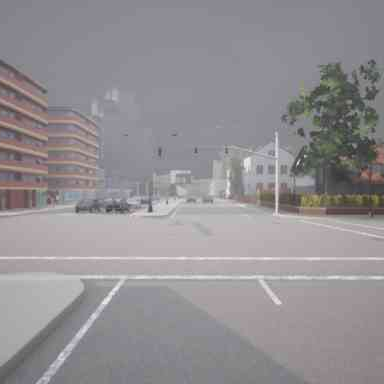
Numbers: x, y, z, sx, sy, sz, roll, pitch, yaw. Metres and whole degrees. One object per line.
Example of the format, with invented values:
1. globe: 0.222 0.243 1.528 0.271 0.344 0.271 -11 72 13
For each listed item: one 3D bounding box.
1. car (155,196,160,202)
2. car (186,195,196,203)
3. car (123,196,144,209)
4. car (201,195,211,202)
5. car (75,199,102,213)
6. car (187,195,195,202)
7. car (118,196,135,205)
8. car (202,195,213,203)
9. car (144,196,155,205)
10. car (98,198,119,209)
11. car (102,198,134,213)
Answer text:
1. car: -8.124 1.459 72.875 1.994 1.385 4.181 0 0 0
2. car: -0.116 1.554 68.658 1.812 1.442 4.674 0 0 0
3. car: -8.168 1.545 45.758 1.812 1.442 4.674 0 0 0
4. car: 3.366 1.526 78.664 2.128 1.511 4.902 0 0 0
5. car: -11.656 1.520 37.543 1.837 1.490 4.892 0 0 0
6. car: -0.134 1.525 78.658 1.812 1.442 4.674 0 0 0
7. car: -11.664 1.515 59.720 2.128 1.511 4.902 0 0 0
8. car: 3.384 1.576 68.248 2.033 1.411 5.357 0 0 0
9. car: -8.176 1.502 58.099 1.882 1.535 5.008 0 0 0
10. car: -11.667 1.545 46.677 1.812 1.442 4.674 0 0 0
11. car: -8.151 1.616 36.869 1.895 1.301 4.718 0 0 1
